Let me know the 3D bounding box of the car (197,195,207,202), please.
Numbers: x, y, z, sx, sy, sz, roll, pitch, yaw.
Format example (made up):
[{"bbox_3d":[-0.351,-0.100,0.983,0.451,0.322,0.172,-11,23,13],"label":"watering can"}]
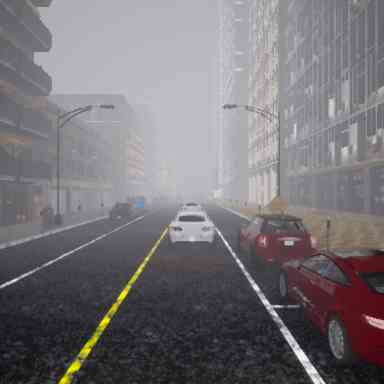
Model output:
[{"bbox_3d":[2.689,1.550,79.106,1.752,1.417,4.829,0,0,0],"label":"car"}]

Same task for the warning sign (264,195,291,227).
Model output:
[{"bbox_3d":[5.067,1.116,19.743,1.300,1.860,1.060,0,0,0],"label":"warning sign"}]

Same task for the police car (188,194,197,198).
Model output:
[{"bbox_3d":[0.233,1.459,89.726,1.930,1.638,5.238,-1,0,-18],"label":"police car"}]

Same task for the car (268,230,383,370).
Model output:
[{"bbox_3d":[2.689,1.581,5.505,1.802,1.307,4.206,0,0,0],"label":"car"}]

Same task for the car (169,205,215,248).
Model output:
[{"bbox_3d":[0.000,1.534,14.650,1.812,1.442,4.674,0,0,0],"label":"car"}]

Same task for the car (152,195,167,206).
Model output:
[{"bbox_3d":[-5.691,1.590,56.341,1.802,1.307,4.206,0,0,0],"label":"car"}]

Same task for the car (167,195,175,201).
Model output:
[{"bbox_3d":[-5.691,1.585,90.233,2.008,1.369,4.403,0,0,0],"label":"car"}]

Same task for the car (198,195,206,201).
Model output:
[{"bbox_3d":[2.689,1.585,90.234,2.008,1.369,4.403,0,0,0],"label":"car"}]

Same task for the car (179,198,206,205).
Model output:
[{"bbox_3d":[0.000,1.536,29.650,1.812,1.442,4.674,0,0,0],"label":"car"}]

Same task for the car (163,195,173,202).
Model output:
[{"bbox_3d":[-5.691,1.465,78.936,1.967,1.590,4.097,0,0,0],"label":"car"}]

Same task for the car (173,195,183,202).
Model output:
[{"bbox_3d":[-3.001,1.491,76.712,1.812,1.442,4.674,0,0,0],"label":"car"}]

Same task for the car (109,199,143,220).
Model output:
[{"bbox_3d":[-5.691,1.567,28.099,1.947,1.339,4.313,0,0,0],"label":"car"}]

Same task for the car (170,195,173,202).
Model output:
[{"bbox_3d":[-5.692,1.332,67.639,2.192,1.841,5.009,0,0,0],"label":"car"}]

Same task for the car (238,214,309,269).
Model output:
[{"bbox_3d":[2.689,1.440,11.152,1.967,1.590,4.097,0,0,0],"label":"car"}]

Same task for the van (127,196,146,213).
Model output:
[{"bbox_3d":[-5.691,1.343,33.748,1.690,1.788,3.998,0,0,0],"label":"van"}]

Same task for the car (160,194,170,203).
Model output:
[{"bbox_3d":[-5.691,1.594,61.990,1.802,1.307,4.206,0,0,0],"label":"car"}]
